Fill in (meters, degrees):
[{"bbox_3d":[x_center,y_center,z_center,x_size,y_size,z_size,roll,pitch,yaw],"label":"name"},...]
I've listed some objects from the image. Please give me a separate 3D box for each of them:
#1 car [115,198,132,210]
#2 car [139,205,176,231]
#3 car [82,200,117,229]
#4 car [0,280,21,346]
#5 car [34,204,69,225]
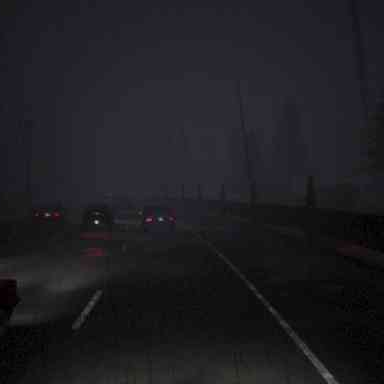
[{"bbox_3d":[-8.891,1.470,41.844,1.882,1.535,5.008,0,0,-23],"label":"car"},{"bbox_3d":[-2.205,1.538,20.585,2.033,1.411,5.357,0,0,-11],"label":"car"},{"bbox_3d":[-6.089,1.505,21.852,1.837,1.490,4.892,0,0,-12],"label":"car"},{"bbox_3d":[-3.602,1.607,3.204,1.895,1.301,4.718,0,0,-2],"label":"car"},{"bbox_3d":[-10.238,1.555,24.457,2.033,1.411,5.357,0,0,-15],"label":"car"}]
